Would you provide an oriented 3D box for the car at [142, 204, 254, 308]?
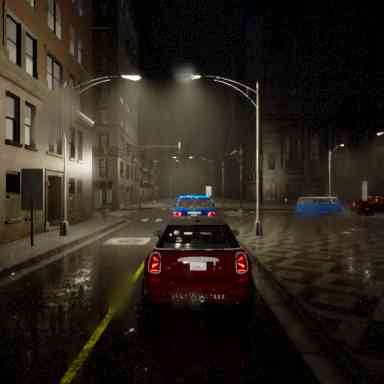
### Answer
[{"bbox_3d":[0.109,1.346,8.075,2.097,1.767,4.553,0,0,0],"label":"car"}]

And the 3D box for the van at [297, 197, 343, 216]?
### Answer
[{"bbox_3d":[11.757,1.349,30.819,3.998,1.788,1.690,0,0,-1],"label":"van"}]

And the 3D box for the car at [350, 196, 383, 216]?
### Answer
[{"bbox_3d":[17.398,1.322,30.900,5.009,1.841,2.192,0,0,-1],"label":"car"}]

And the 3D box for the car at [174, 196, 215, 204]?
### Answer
[{"bbox_3d":[0.118,1.207,17.932,2.150,2.045,5.566,0,0,0],"label":"car"}]
